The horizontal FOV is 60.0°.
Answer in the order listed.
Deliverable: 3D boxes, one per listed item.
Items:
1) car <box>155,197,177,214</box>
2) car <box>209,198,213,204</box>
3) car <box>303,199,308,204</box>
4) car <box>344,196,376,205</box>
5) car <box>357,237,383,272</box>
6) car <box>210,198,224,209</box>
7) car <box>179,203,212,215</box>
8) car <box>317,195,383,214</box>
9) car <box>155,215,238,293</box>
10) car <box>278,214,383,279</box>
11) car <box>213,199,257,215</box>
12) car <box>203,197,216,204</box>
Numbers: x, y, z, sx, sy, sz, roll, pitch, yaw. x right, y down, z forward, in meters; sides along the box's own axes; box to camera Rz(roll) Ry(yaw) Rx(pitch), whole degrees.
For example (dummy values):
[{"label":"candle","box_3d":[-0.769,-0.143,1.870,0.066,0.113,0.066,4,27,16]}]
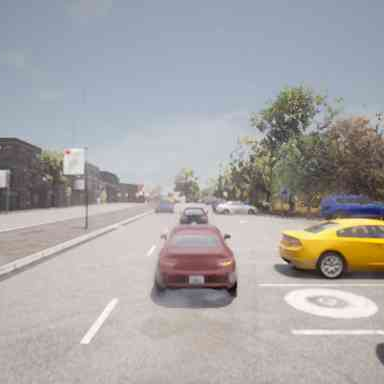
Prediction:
[{"label":"car","box_3d":[-3.283,1.712,40.093,2.097,1.767,4.553,0,-1,0]},{"label":"car","box_3d":[5.113,1.885,44.550,4.892,1.521,2.231,0,-1,0]},{"label":"car","box_3d":[20.990,1.734,60.550,4.902,1.511,2.128,-1,-3,0]},{"label":"car","box_3d":[30.589,1.628,60.656,4.892,1.490,1.837,-1,-3,0]},{"label":"car","box_3d":[5.091,1.498,4.076,5.008,1.535,2.097,0,0,0]},{"label":"car","box_3d":[5.121,1.851,41.277,5.008,1.535,2.097,0,-1,0]},{"label":"car","box_3d":[0.116,1.700,21.910,1.812,1.442,4.674,0,0,0]},{"label":"car","box_3d":[12.255,1.287,24.673,5.566,2.045,2.150,-1,-3,4]},{"label":"car","box_3d":[0.097,1.576,8.852,1.812,1.442,4.674,0,0,0]},{"label":"car","box_3d":[5.084,1.534,9.644,5.008,1.535,2.097,0,-1,0]},{"label":"car","box_3d":[5.111,1.859,38.128,4.674,1.452,2.002,0,-1,0]},{"label":"car","box_3d":[5.171,2.040,72.162,4.553,1.767,2.185,0,-1,0]}]
